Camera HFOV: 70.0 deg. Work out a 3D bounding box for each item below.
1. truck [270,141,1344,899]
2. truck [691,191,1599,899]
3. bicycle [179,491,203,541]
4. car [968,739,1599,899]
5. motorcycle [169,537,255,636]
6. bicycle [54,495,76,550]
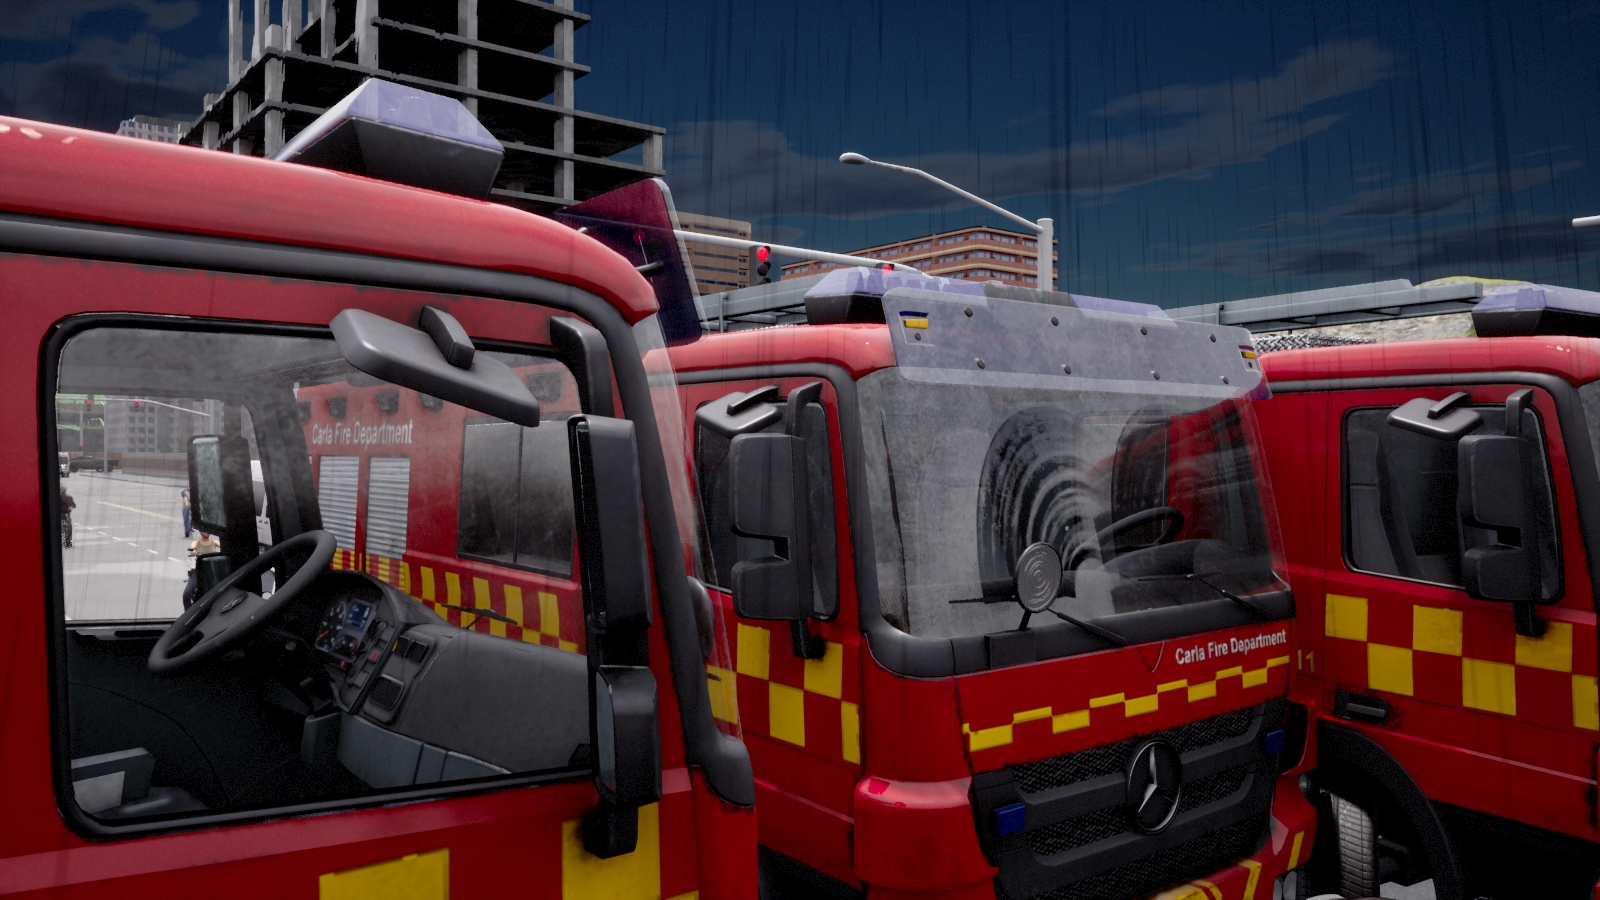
[{"bbox_3d":[-1.099,0.890,8.003,2.891,3.827,8.468,0,0,-38],"label":"truck"},{"bbox_3d":[2.348,0.890,8.605,2.891,3.827,8.468,0,0,-31],"label":"truck"},{"bbox_3d":[-19.099,2.055,35.827,0.373,1.496,1.643,0,0,-39],"label":"bicycle"},{"bbox_3d":[2.437,2.065,3.109,1.970,1.475,3.806,0,0,-30],"label":"car"},{"bbox_3d":[-9.533,2.155,18.464,0.764,1.307,2.356,0,0,-39],"label":"motorcycle"},{"bbox_3d":[-20.970,2.060,32.572,0.329,1.471,1.835,0,0,-39],"label":"bicycle"}]
